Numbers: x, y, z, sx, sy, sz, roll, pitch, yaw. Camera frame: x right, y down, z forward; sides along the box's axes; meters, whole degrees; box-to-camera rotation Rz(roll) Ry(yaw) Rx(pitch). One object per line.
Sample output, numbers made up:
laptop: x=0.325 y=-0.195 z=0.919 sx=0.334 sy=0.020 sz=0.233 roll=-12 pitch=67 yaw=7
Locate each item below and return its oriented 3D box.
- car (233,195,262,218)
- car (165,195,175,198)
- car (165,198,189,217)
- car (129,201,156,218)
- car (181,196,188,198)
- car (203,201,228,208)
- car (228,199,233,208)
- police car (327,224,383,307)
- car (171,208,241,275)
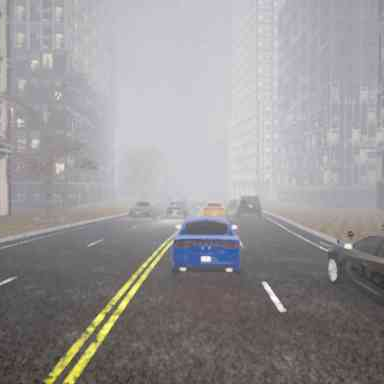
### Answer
car: x=5.359 y=1.345 z=31.783 sx=2.150 sy=2.045 sz=5.566 roll=0 pitch=0 yaw=5
car: x=-4.895 y=1.483 z=73.022 sx=2.097 sy=1.767 sz=4.553 roll=0 pitch=0 yaw=-5
car: x=-1.312 y=1.585 z=31.791 sx=2.128 sy=1.511 sz=4.902 roll=0 pitch=0 yaw=5
car: x=-4.598 y=1.605 z=31.527 sx=1.812 sy=1.442 sz=4.674 roll=0 pitch=0 yaw=5
car: x=-1.664 y=1.606 z=73.367 sx=1.882 sy=1.535 sz=5.008 roll=0 pitch=0 yaw=-5
car: x=1.945 y=1.577 z=28.998 sx=1.882 sy=1.535 sz=5.008 roll=0 pitch=0 yaw=5
car: x=5.994 y=1.689 z=47.180 sx=1.812 sy=1.442 sz=4.674 roll=0 pitch=0 yaw=1
police car: x=4.351 y=1.463 z=6.736 sx=1.930 sy=1.638 sz=5.238 roll=0 pitch=0 yaw=2
car: x=0.461 y=1.515 z=10.702 sx=1.882 sy=1.535 sz=5.008 roll=0 pitch=0 yaw=3
